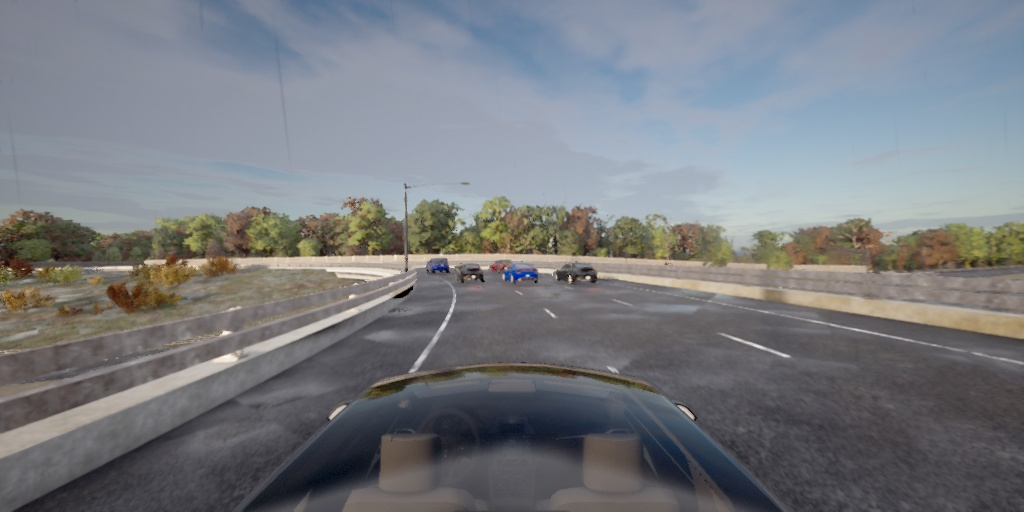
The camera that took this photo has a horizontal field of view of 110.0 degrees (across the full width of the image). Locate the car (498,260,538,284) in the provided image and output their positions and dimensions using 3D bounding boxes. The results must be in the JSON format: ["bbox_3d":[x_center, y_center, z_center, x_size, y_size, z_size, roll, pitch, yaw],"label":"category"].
[{"bbox_3d":[0.567,1.271,27.602,1.882,1.535,5.008,-1,0,-13],"label":"car"}]

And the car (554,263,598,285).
[{"bbox_3d":[4.508,1.218,25.941,1.837,1.490,4.892,-1,-1,-12],"label":"car"}]

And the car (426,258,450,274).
[{"bbox_3d":[-9.721,1.253,46.764,2.150,2.045,5.566,-1,0,-24],"label":"car"}]

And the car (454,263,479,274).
[{"bbox_3d":[-6.029,1.560,47.105,1.895,1.301,4.718,-1,0,-24],"label":"car"}]

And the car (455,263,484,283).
[{"bbox_3d":[-3.524,1.378,29.531,1.837,1.490,4.892,-1,-1,-15],"label":"car"}]

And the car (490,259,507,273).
[{"bbox_3d":[-1.237,1.214,44.690,2.097,1.767,4.553,-1,0,-21],"label":"car"}]
